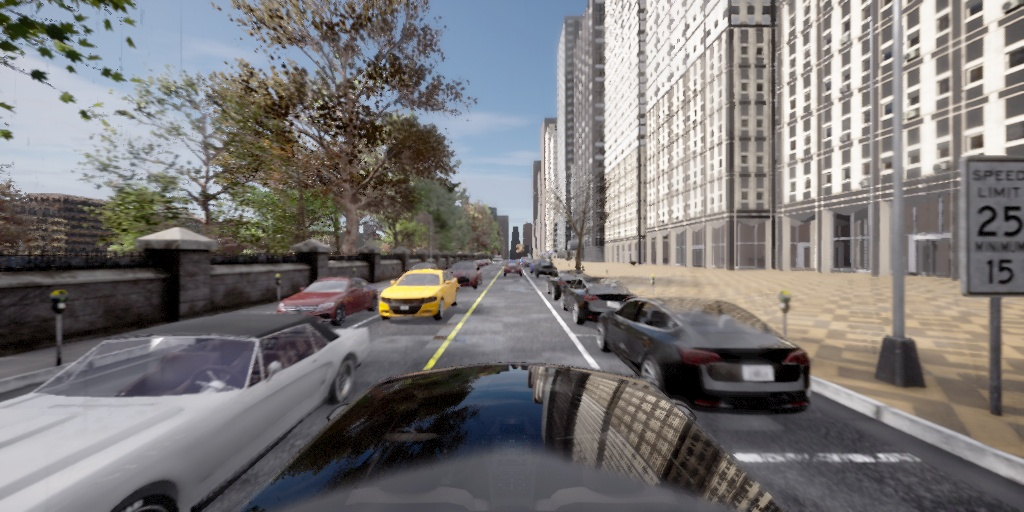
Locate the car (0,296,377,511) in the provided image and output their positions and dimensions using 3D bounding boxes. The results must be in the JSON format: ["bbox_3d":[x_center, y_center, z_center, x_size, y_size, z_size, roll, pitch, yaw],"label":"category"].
[{"bbox_3d":[-3.099,1.351,3.496,1.895,1.301,4.718,0,0,-3],"label":"car"}]

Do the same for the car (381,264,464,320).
[{"bbox_3d":[-3.103,1.227,12.856,1.882,1.535,5.008,0,0,0],"label":"car"}]

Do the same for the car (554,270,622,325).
[{"bbox_3d":[2.687,1.315,11.632,1.948,1.339,4.313,0,0,0],"label":"car"}]

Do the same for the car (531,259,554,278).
[{"bbox_3d":[3.140,1.261,34.312,1.837,1.490,4.892,0,0,0],"label":"car"}]

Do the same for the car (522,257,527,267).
[{"bbox_3d":[2.680,1.325,56.690,2.007,1.370,4.403,0,0,0],"label":"car"}]

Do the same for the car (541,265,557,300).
[{"bbox_3d":[2.686,1.316,17.265,1.948,1.339,4.313,0,0,0],"label":"car"}]

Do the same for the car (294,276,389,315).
[{"bbox_3d":[-5.693,1.332,11.631,1.802,1.307,4.207,0,0,0],"label":"car"}]

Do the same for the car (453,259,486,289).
[{"bbox_3d":[-3.092,1.104,23.103,2.097,1.767,4.553,0,0,0],"label":"car"}]

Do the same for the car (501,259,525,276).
[{"bbox_3d":[0.095,1.284,36.954,1.812,1.442,4.674,0,0,0],"label":"car"}]

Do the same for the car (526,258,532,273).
[{"bbox_3d":[3.107,1.114,41.282,2.097,1.767,4.553,0,0,0],"label":"car"}]

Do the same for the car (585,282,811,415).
[{"bbox_3d":[2.688,1.315,6.000,1.948,1.339,4.313,0,0,0],"label":"car"}]

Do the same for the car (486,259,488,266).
[{"bbox_3d":[-5.701,1.325,62.321,1.888,1.381,4.507,0,0,0],"label":"car"}]
